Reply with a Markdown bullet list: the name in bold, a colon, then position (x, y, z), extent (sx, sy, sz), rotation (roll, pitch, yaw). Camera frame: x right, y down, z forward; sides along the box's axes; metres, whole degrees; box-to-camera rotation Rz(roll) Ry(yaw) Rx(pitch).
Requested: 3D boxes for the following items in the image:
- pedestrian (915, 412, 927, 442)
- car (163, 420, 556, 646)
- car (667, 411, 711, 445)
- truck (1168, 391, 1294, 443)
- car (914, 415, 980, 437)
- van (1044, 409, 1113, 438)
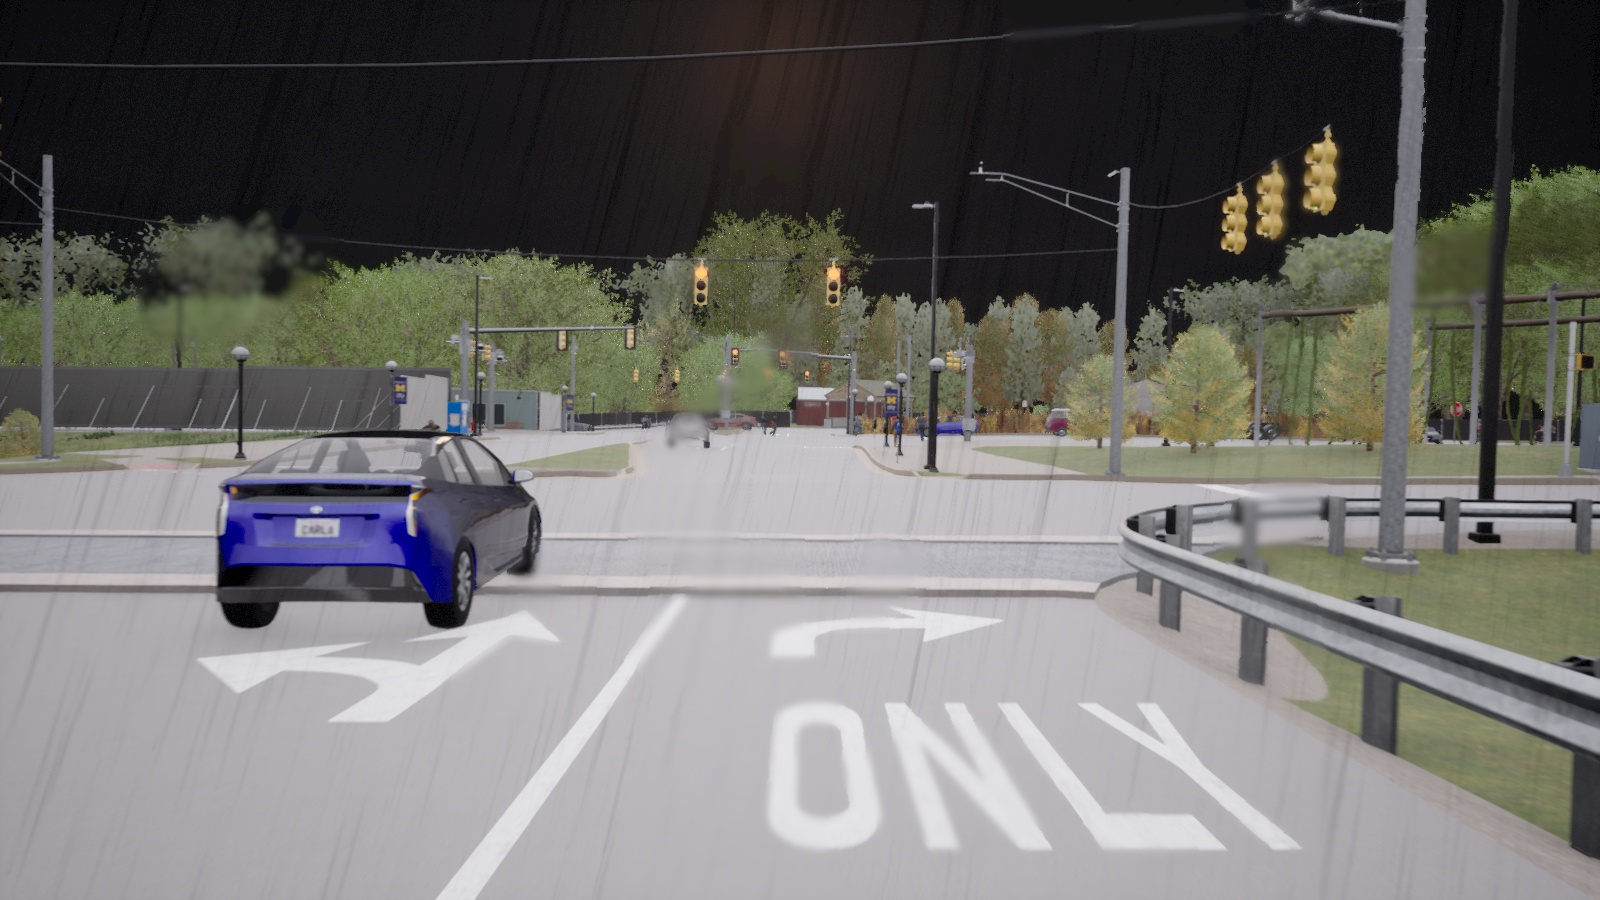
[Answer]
- **pedestrian**: position (7.655, -1.437, 79.251), extent (0.540, 1.848, 0.694), rotation (1, 2, -11)
- **car**: position (-3.535, 0.533, 11.106), extent (2.007, 1.525, 4.514), rotation (0, 2, -2)
- **car**: position (-5.662, -1.109, 64.646), extent (2.152, 1.651, 5.027), rotation (1, 1, -4)
- **truck**: position (30.685, -2.387, 89.620), extent (7.936, 3.462, 2.891), rotation (1, 3, -4)
- **car**: position (10.459, -1.704, 89.417), extent (4.514, 1.525, 2.007), rotation (0, 2, 1)
- **van**: position (19.791, -1.887, 89.433), extent (4.442, 1.987, 1.775), rotation (1, 3, 0)
